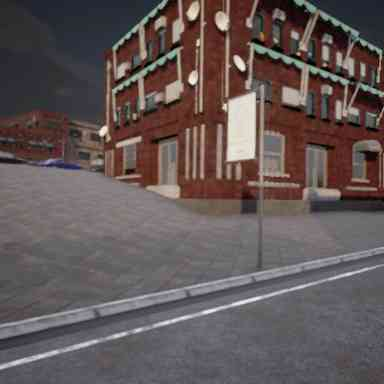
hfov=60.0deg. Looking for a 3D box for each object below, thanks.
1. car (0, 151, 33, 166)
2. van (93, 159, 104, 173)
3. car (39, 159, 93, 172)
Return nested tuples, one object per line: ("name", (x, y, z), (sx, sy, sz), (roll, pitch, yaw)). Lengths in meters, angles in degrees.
("car", (-16.199, -2.705, 28.574), (2.002, 1.452, 4.674), (0, -2, 41))
("van", (-9.053, -2.542, 37.220), (1.878, 1.987, 4.442), (0, -2, 39))
("car", (-12.638, -2.504, 32.817), (2.002, 1.452, 4.674), (0, -2, 40))
